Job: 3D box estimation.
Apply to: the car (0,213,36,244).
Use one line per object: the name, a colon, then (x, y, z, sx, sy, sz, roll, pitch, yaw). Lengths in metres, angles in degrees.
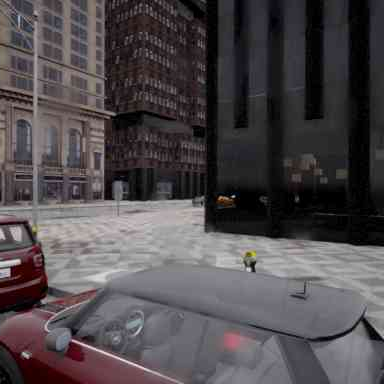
car: (-4.815, 1.314, 6.392, 5.009, 1.841, 2.192, 0, 0, 35)

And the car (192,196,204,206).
car: (1.938, 1.374, 52.070, 2.128, 1.511, 4.902, 0, 0, 36)

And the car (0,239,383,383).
car: (-0.253, 1.440, 3.140, 4.097, 1.590, 1.967, 0, 0, 35)
